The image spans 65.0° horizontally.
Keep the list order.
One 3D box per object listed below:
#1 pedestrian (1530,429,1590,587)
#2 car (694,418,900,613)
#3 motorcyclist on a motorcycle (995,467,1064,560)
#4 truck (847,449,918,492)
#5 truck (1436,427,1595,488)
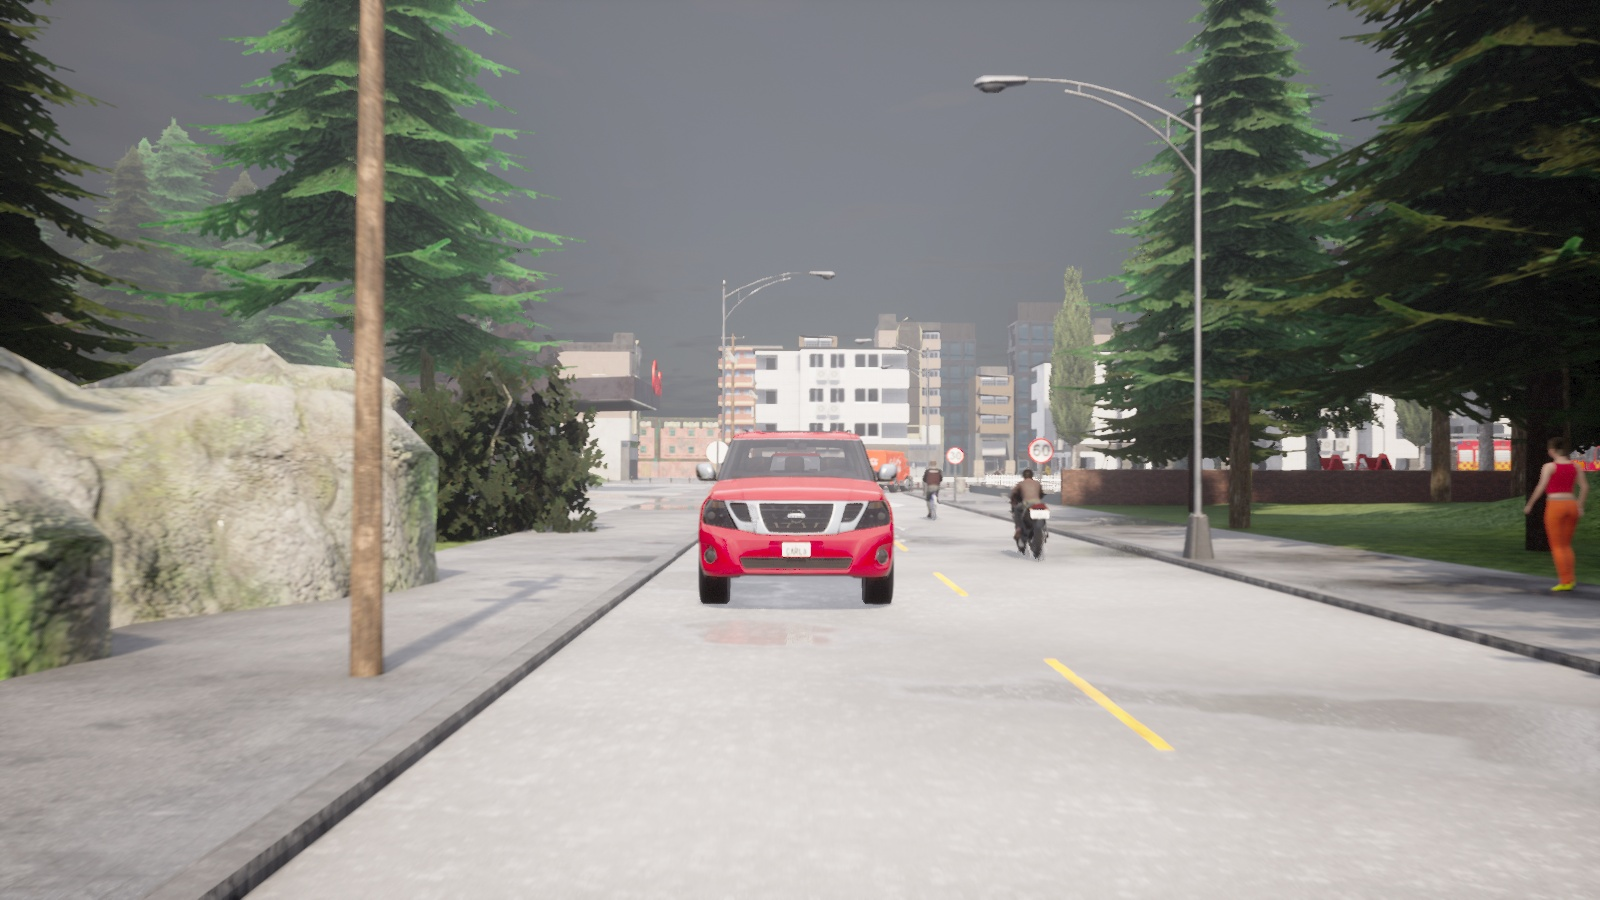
[{"bbox_3d":[9.038,0.676,14.941,0.345,1.836,0.594,0,-1,2],"label":"pedestrian"},{"bbox_3d":[-0.038,0.737,15.986,2.150,2.045,5.566,0,-1,0],"label":"car"},{"bbox_3d":[3.949,1.058,21.759,0.797,1.523,2.044,0,-1,0],"label":"motorcyclist on a motorcycle"},{"bbox_3d":[5.090,1.275,76.390,2.627,2.467,5.204,-1,-2,24],"label":"truck"},{"bbox_3d":[45.818,0.509,80.586,8.468,3.827,2.891,0,-1,0],"label":"truck"}]
